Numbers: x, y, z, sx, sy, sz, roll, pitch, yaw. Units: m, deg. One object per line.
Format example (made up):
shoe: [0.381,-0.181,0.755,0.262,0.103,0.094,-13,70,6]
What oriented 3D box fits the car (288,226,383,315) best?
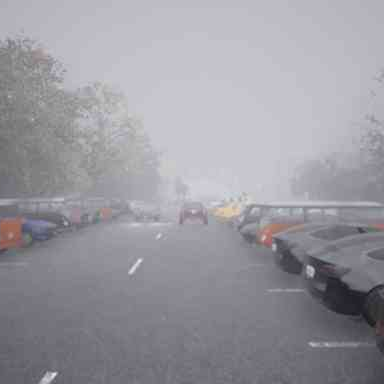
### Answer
car: [4.571,1.540,6.292,4.792,1.488,2.163,0,0,0]

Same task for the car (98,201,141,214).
car: [-8.523,1.863,39.611,4.674,1.452,2.002,0,-1,0]

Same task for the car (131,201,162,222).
car: [-3.588,1.714,28.043,1.812,1.442,4.674,0,-1,0]

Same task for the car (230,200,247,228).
car: [4.514,1.439,17.395,4.553,1.767,2.185,0,0,0]

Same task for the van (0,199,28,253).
van: [-8.653,1.311,11.923,4.442,1.987,1.878,0,0,0]

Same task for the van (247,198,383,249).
van: [4.427,1.310,11.846,4.442,1.987,1.878,0,0,0]

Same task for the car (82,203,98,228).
car: [-8.562,1.614,20.229,4.792,1.488,2.163,0,0,0]

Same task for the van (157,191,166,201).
van: [-8.651,1.285,74.897,4.442,1.987,1.878,1,0,0]

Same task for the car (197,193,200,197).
car: [4.277,1.556,77.747,4.792,1.488,2.163,0,0,0]

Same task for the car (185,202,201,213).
car: [0.115,1.948,42.683,1.994,1.385,4.181,0,-1,0]

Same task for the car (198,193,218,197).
car: [4.332,1.539,74.963,4.792,1.488,2.163,0,0,0]

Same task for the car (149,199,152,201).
car: [-8.518,1.932,47.798,5.008,1.535,2.097,0,-1,0]

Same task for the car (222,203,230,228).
car: [4.552,1.584,20.174,4.892,1.521,2.231,0,-1,0]

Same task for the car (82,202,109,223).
car: [-8.561,1.638,22.869,4.792,1.488,2.163,0,-1,0]

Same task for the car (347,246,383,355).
car: [4.570,1.527,3.516,4.792,1.488,2.163,0,0,0]

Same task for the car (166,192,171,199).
car: [-8.950,1.547,86.059,5.366,1.575,1.946,0,0,0]

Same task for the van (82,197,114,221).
van: [-8.648,1.413,25.643,4.442,1.987,1.878,0,-1,0]

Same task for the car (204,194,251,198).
car: [4.525,1.572,39.598,5.566,2.045,2.435,0,-1,0]

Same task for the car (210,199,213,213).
car: [4.545,1.750,34.042,4.892,1.521,2.231,0,-1,0]

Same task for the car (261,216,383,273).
car: [4.572,1.552,9.068,4.792,1.488,2.163,0,0,0]

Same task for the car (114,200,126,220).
car: [-8.502,1.705,28.533,4.792,1.488,2.163,0,-1,0]

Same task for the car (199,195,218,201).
car: [4.326,1.542,88.896,4.892,1.521,2.231,0,0,0]

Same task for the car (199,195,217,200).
car: [4.352,1.550,91.675,4.792,1.488,2.163,0,1,0]

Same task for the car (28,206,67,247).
car: [-8.541,1.549,14.692,5.008,1.535,2.097,0,0,0]

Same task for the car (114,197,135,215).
car: [-8.558,1.461,31.306,5.566,2.045,2.435,0,-1,0]

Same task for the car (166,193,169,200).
car: [-8.796,1.580,83.266,4.792,1.488,2.163,0,0,0]

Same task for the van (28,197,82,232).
van: [-8.426,1.339,17.479,4.442,1.987,1.878,0,0,0]

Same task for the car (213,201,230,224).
car: [4.362,1.606,22.941,5.366,1.575,1.946,0,-1,0]

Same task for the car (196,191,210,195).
car: [4.287,1.299,86.106,5.566,2.045,2.435,0,0,0]

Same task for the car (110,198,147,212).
car: [-8.556,1.770,45.029,4.553,1.767,2.185,0,-1,0]

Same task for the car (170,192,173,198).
car: [-8.749,1.489,94.301,5.008,1.535,2.097,0,1,0]

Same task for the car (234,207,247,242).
car: [4.515,1.578,14.621,4.792,1.488,2.163,0,0,0]

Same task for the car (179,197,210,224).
car: [0.109,1.523,26.579,2.097,1.767,4.553,0,-1,0]

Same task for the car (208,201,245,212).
car: [4.585,1.927,45.146,4.792,1.488,2.163,0,-1,0]

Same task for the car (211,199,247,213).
car: [4.736,1.709,31.267,5.366,1.575,1.946,0,-1,0]
